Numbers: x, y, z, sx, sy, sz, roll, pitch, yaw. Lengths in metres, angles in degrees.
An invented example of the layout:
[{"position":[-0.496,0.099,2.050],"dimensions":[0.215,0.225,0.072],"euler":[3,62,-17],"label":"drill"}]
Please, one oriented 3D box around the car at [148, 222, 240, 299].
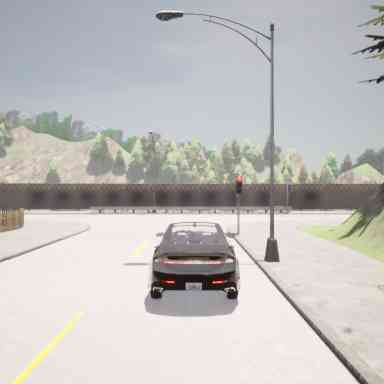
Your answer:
[{"position":[0.067,1.491,8.427],"dimensions":[2.128,1.511,4.902],"euler":[0,0,1],"label":"car"}]
